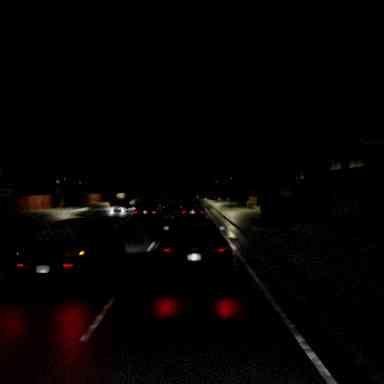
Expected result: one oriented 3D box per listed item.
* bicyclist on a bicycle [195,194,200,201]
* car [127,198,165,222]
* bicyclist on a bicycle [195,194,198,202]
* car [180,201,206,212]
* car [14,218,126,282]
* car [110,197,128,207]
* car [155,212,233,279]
[{"bbox_3d":[0.900,1.198,58.503,0.866,1.612,1.509,0,0,0],"label":"bicyclist on a bicycle"},{"bbox_3d":[-3.176,1.405,25.070,2.033,1.411,5.357,0,0,0],"label":"car"},{"bbox_3d":[0.904,1.189,67.507,0.582,1.620,1.656,0,0,0],"label":"bicyclist on a bicycle"},{"bbox_3d":[0.073,1.405,25.058,2.033,1.411,5.357,0,0,0],"label":"car"},{"bbox_3d":[-3.179,1.464,9.443,1.812,1.442,4.674,0,1,1],"label":"car"},{"bbox_3d":[-9.829,1.391,45.496,1.895,1.301,4.718,0,0,0],"label":"car"},{"bbox_3d":[0.067,1.500,9.859,1.994,1.385,4.181,0,0,0],"label":"car"}]
